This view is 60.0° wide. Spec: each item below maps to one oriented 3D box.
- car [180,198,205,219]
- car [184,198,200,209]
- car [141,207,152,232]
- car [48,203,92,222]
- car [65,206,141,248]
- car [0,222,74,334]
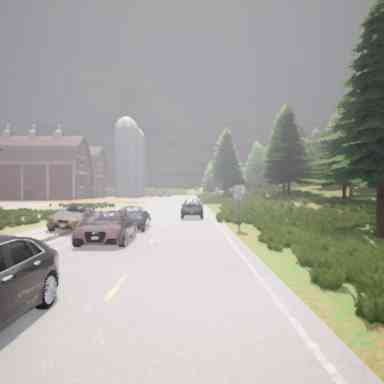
[{"bbox_3d":[0.018,1.389,27.998,2.128,1.511,4.902,0,0,0],"label":"car"},{"bbox_3d":[-0.006,1.442,43.217,1.895,1.301,4.718,0,0,0],"label":"car"},{"bbox_3d":[-3.530,1.531,19.483,1.994,1.385,4.181,0,0,0],"label":"car"},{"bbox_3d":[-6.500,1.390,18.592,1.816,1.474,4.193,6,0,-2],"label":"car"},{"bbox_3d":[-3.619,1.513,14.342,1.994,1.385,4.181,0,0,-1],"label":"car"},{"bbox_3d":[-3.607,1.488,4.995,1.837,1.490,4.892,0,0,0],"label":"car"}]
